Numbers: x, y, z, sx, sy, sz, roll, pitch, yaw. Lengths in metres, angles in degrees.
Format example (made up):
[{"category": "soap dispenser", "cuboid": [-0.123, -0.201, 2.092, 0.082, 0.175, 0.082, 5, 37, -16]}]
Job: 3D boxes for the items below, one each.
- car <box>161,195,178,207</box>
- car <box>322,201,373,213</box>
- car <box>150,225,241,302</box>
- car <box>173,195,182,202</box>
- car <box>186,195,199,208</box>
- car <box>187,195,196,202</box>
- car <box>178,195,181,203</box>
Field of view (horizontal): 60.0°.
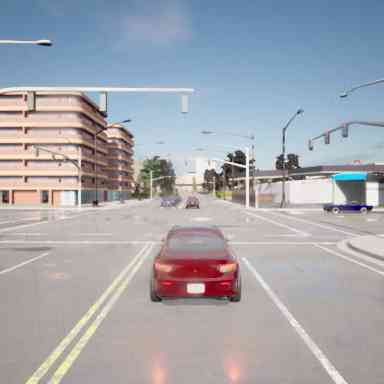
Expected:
[{"category": "car", "cuboid": [-3.622, 1.351, 51.093, 2.097, 1.767, 4.553, 0, 0, 0]}, {"category": "car", "cuboid": [16.508, 1.601, 35.464, 4.718, 1.301, 1.895, 0, 0, 1]}, {"category": "car", "cuboid": [0.076, 1.526, 8.154, 1.812, 1.442, 4.674, 0, 0, 0]}, {"category": "car", "cuboid": [-3.563, 1.525, 82.239, 2.128, 1.511, 4.902, 0, 0, 0]}, {"category": "car", "cuboid": [0.065, 1.547, 47.751, 2.033, 1.411, 5.357, 0, 0, 0]}, {"category": "car", "cuboid": [-0.060, 1.525, 78.912, 2.128, 1.511, 4.902, 0, 0, 0]}, {"category": "car", "cuboid": [-3.612, 1.600, 61.595, 1.895, 1.301, 4.718, 0, 0, 0]}]
